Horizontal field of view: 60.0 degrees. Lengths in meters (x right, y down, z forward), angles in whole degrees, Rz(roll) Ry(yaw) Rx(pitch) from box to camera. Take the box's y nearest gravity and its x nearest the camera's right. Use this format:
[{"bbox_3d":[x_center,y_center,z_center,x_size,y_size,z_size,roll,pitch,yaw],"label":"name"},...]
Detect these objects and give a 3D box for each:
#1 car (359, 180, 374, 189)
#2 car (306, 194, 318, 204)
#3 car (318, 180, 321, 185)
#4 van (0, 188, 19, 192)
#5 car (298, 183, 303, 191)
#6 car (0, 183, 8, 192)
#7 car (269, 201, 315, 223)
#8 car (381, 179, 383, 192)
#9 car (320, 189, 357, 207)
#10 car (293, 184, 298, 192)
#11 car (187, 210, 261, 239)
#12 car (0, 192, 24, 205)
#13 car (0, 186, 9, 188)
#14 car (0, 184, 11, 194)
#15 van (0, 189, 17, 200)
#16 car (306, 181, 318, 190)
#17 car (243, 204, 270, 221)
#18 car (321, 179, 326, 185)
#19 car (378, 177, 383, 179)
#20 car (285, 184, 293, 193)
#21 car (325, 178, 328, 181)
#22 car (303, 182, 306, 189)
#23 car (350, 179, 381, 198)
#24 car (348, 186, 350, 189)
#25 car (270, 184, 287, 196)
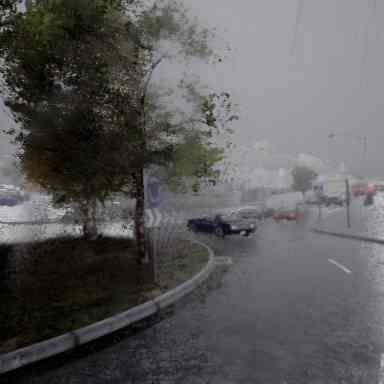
[{"bbox_3d":[34.905,-1.516,66.339,2.033,1.411,5.357,-2,3,34],"label":"car"},{"bbox_3d":[15.465,0.808,40.583,1.994,1.385,4.181,-2,3,40],"label":"car"},{"bbox_3d":[28.121,-1.642,81.347,4.892,1.521,2.231,-3,2,13],"label":"car"},{"bbox_3d":[-30.581,0.787,54.576,1.878,1.987,4.442,4,3,36],"label":"van"},{"bbox_3d":[19.915,-0.688,69.102,5.008,1.535,2.097,-3,2,16],"label":"car"},{"bbox_3d":[-47.389,-1.048,79.390,2.435,2.045,5.566,4,3,35],"label":"car"},{"bbox_3d":[8.222,1.730,27.009,1.895,1.301,4.718,-2,1,33],"label":"car"},{"bbox_3d":[31.328,-0.813,56.060,2.128,1.511,4.902,-2,3,35],"label":"car"},{"bbox_3d":[16.368,0.829,37.004,1.837,1.490,4.892,-2,3,40],"label":"car"},{"bbox_3d":[18.205,-0.450,66.710,4.674,1.452,2.002,-3,2,16],"label":"car"},{"bbox_3d":[1.543,1.871,19.199,1.895,1.301,4.718,0,-1,-29],"label":"car"},{"bbox_3d":[-29.007,1.194,51.994,2.097,1.535,5.008,4,3,36],"label":"car"},{"bbox_3d":[-32.316,0.583,56.948,2.435,2.045,5.566,5,3,36],"label":"car"},{"bbox_3d":[-43.975,-0.686,74.446,2.435,2.045,5.566,4,3,36],"label":"car"},{"bbox_3d":[-34.024,0.428,59.373,1.878,1.987,4.442,5,3,36],"label":"van"},{"bbox_3d":[26.522,-1.455,78.864,4.892,1.521,2.231,-3,2,14],"label":"car"},{"bbox_3d":[6.018,1.730,29.523,2.033,1.411,5.357,-2,1,38],"label":"car"},{"bbox_3d":[31.245,-2.009,86.354,5.008,1.535,2.097,-3,2,12],"label":"car"},{"bbox_3d":[37.142,-1.891,64.306,2.150,2.045,5.566,-2,3,34],"label":"car"},{"bbox_3d":[16.478,-0.291,64.313,4.892,1.521,2.231,-3,2,17],"label":"car"},{"bbox_3d":[32.803,-2.187,88.868,5.008,1.535,2.097,-3,2,12],"label":"car"},{"bbox_3d":[21.558,-1.006,71.528,4.553,1.767,2.185,-3,2,15],"label":"car"},{"bbox_3d":[24.681,-0.353,47.221,2.150,2.045,5.566,-2,3,38],"label":"car"},{"bbox_3d":[23.142,-0.120,50.118,1.882,1.535,5.008,-2,3,38],"label":"car"},{"bbox_3d":[14.690,-0.059,61.957,4.792,1.488,2.163,-3,2,17],"label":"car"}]
